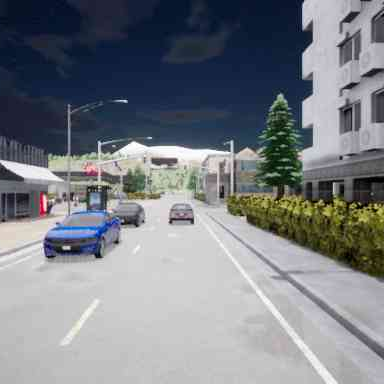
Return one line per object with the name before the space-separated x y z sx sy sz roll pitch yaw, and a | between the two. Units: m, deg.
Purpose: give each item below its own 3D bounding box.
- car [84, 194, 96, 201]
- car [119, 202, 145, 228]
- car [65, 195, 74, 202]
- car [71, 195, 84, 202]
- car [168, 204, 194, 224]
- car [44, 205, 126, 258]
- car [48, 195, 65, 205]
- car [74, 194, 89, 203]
car | -25.748 1.353 84.166 1.905 1.878 3.866 0 0 -2
car | -4.352 1.501 22.814 1.882 1.535 5.008 0 0 -2
car | -28.717 1.366 76.172 1.932 1.855 4.605 0 0 -2
car | -29.095 1.638 84.643 1.970 1.475 3.806 0 0 -2
car | -0.793 1.572 24.993 2.033 1.411 5.357 0 0 -2
car | -4.040 1.491 12.979 1.882 1.535 5.008 0 0 -2
car | -24.756 1.484 59.257 1.970 1.475 3.806 0 0 -2
car | -21.379 1.556 66.447 2.007 1.523 4.514 0 0 -2
